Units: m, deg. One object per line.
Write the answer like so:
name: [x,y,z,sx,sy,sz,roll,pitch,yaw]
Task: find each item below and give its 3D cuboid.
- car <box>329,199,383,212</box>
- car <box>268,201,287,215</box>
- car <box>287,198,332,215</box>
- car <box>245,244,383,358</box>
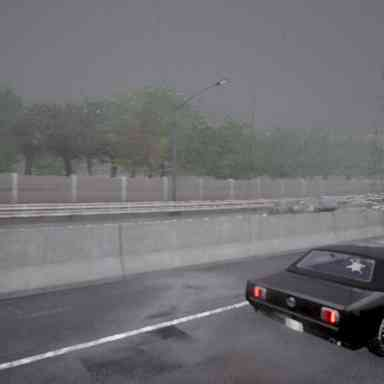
car: [13.312,1.482,26.367,4.892,1.490,1.837,0,0,-35]
car: [9.283,1.539,32.091,4.181,1.385,1.994,-1,0,-35]
car: [10.819,1.332,28.888,4.553,1.767,2.097,-1,0,-35]
car: [3.285,1.638,6.086,4.718,1.301,1.895,0,0,-35]
